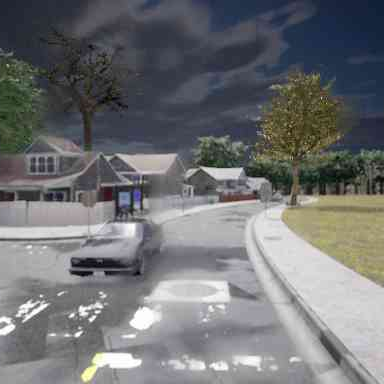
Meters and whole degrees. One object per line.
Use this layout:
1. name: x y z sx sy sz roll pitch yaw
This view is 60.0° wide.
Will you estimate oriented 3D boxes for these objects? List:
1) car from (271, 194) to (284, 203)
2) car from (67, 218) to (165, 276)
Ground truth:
1. car: 17.238 1.221 68.102 2.097 1.767 4.553 1 1 29
2. car: -2.152 1.636 11.160 2.033 1.411 5.357 -1 2 5
